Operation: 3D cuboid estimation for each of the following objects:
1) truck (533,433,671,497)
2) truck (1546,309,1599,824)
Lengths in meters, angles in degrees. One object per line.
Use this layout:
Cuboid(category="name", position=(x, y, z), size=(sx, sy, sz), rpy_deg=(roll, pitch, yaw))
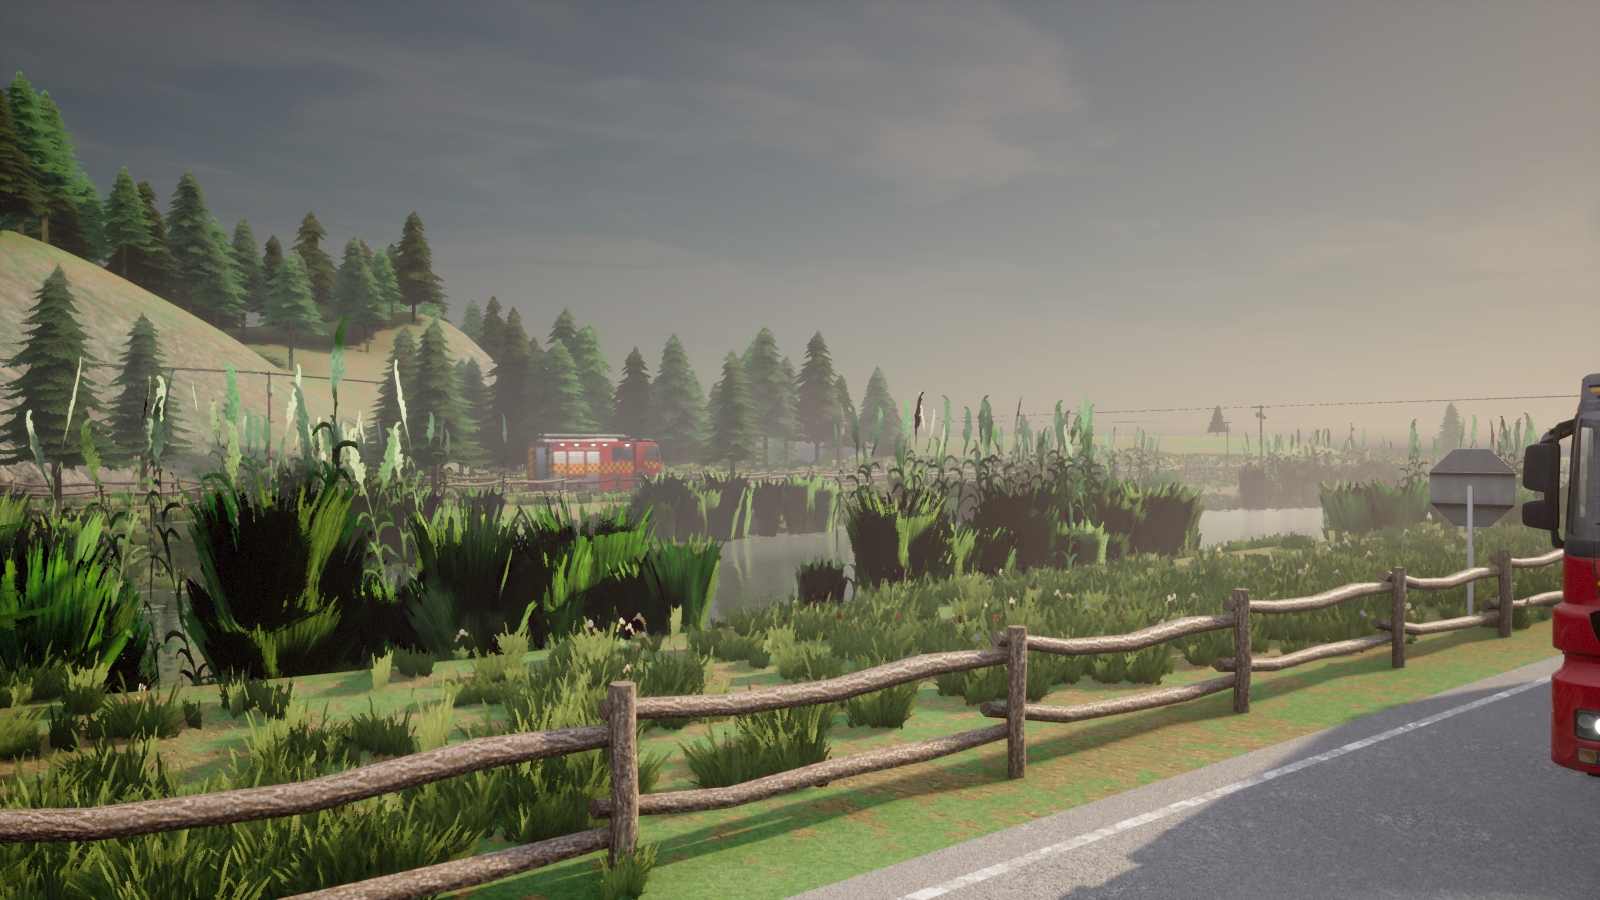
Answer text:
Cuboid(category="truck", position=(-12.361, 0.890, 71.985), size=(8.468, 3.827, 2.891), rpy_deg=(0, 0, -44))
Cuboid(category="truck", position=(9.563, 0.862, 10.966), size=(2.891, 3.827, 8.468), rpy_deg=(0, 0, 41))
